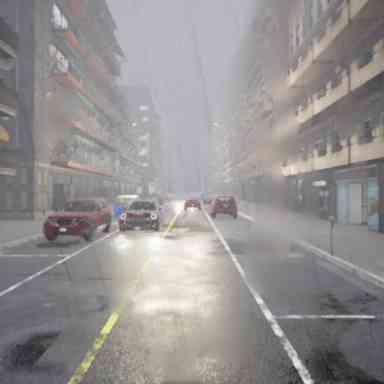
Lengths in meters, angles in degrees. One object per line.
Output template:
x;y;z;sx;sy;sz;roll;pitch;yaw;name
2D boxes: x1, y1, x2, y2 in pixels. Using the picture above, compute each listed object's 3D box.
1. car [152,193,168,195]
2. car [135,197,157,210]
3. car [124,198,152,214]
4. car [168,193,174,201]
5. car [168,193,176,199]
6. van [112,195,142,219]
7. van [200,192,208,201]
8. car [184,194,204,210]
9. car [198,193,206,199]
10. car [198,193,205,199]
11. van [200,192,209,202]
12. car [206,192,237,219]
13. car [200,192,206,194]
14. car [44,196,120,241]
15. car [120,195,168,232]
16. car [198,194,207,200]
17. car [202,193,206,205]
-5.316;1.026;50.228;2.192;1.841;5.009;1;0;0;car
-5.317;1.341;38.887;1.947;1.339;4.313;1;0;0;car
-5.315;1.359;33.216;2.008;1.369;4.403;1;0;0;car
-5.322;1.056;67.241;1.967;1.590;4.097;1;0;0;car
-5.330;1.042;89.924;2.008;1.369;4.403;1;0;0;car
-5.311;1.182;27.545;1.690;1.788;3.998;1;0;0;van
2.558;0.925;72.943;1.690;1.788;3.998;1;0;0;van
0.090;1.300;38.976;1.812;1.442;4.674;0;0;0;car
2.552;1.067;84.285;1.887;1.381;4.507;1;0;0;car
2.551;1.015;90.126;1.752;1.417;4.829;1;0;0;car
2.559;0.957;67.272;1.690;1.788;3.998;1;0;0;van
2.570;1.155;27.576;2.192;1.841;5.009;1;0;0;car
2.560;1.230;55.931;2.008;1.369;4.403;1;0;0;car
-5.307;1.221;16.203;2.192;1.841;5.009;1;0;0;car
-2.755;1.241;19.063;2.097;1.767;4.553;0;0;0;car
2.553;1.119;78.614;1.947;1.339;4.313;1;0;0;car
2.561;1.277;50.261;1.947;1.339;4.313;1;0;0;car
